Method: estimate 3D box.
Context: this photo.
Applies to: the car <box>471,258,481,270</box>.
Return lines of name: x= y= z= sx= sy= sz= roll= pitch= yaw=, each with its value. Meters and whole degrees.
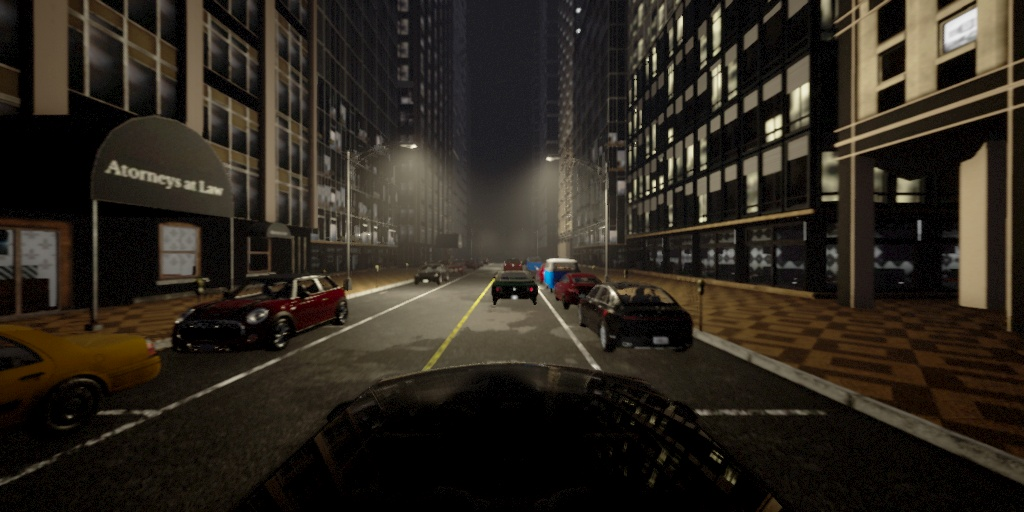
car: x=-5.668 y=1.181 z=48.567 sx=1.888 sy=1.381 sz=4.507 roll=0 pitch=0 yaw=0

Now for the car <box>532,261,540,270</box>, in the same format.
car: x=2.702 y=1.243 z=25.767 sx=1.888 sy=1.381 sz=4.507 roll=0 pitch=0 yaw=0

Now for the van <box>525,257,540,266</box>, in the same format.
van: x=2.711 y=0.993 z=42.862 sx=1.690 sy=1.789 sz=3.998 roll=0 pitch=0 yaw=0

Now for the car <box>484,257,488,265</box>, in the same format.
car: x=-5.662 y=1.151 z=59.963 sx=2.007 sy=1.370 sz=4.403 roll=0 pitch=0 yaw=0

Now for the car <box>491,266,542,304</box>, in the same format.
car: x=0.107 y=1.322 z=16.199 sx=1.895 sy=1.301 sz=4.718 roll=0 pitch=0 yaw=0

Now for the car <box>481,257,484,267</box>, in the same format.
car: x=-5.665 y=1.201 z=54.266 sx=1.802 sy=1.307 sz=4.207 roll=0 pitch=0 yaw=0

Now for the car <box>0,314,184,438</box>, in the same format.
car: x=-5.690 y=1.273 z=2.808 sx=1.751 sy=1.417 sz=4.829 roll=0 pitch=0 yaw=0

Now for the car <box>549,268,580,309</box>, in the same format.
car: x=2.697 y=1.308 z=14.371 sx=1.802 sy=1.307 sz=4.207 roll=0 pitch=0 yaw=0

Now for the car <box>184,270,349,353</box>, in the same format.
car: x=-5.687 y=1.177 z=8.679 sx=1.967 sy=1.591 sz=4.097 roll=0 pitch=0 yaw=0

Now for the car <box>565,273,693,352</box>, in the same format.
car: x=2.694 y=1.288 z=8.673 sx=2.007 sy=1.370 sz=4.403 roll=0 pitch=0 yaw=0

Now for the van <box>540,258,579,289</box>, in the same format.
van: x=2.699 y=1.053 z=20.069 sx=1.690 sy=1.789 sz=3.998 roll=0 pitch=0 yaw=0

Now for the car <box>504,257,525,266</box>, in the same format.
car: x=0.118 y=1.010 z=40.605 sx=2.097 sy=1.767 sz=4.553 roll=0 pitch=0 yaw=0

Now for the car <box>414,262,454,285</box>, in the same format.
car: x=-5.678 y=1.264 z=25.773 sx=1.948 sy=1.339 sz=4.313 roll=0 pitch=0 yaw=0

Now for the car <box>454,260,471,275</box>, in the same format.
car: x=-5.673 y=1.249 z=37.170 sx=1.802 sy=1.307 sz=4.207 roll=0 pitch=0 yaw=0
